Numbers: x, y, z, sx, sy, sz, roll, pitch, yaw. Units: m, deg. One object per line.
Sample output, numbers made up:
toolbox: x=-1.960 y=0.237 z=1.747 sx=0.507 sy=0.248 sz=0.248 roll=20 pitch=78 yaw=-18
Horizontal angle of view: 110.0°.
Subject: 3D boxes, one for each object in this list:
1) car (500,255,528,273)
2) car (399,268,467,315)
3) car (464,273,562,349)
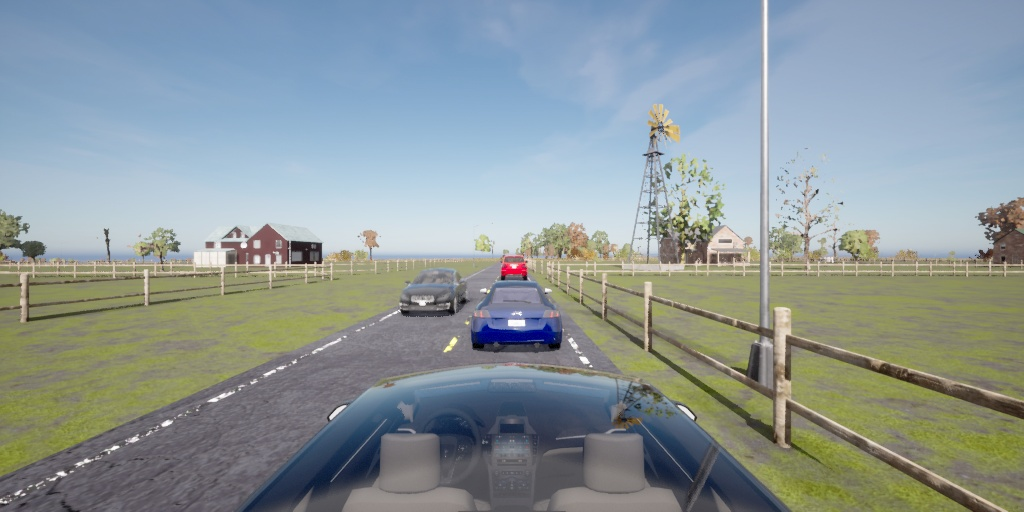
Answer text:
car: x=0.176 y=0.966 z=30.720 sx=2.150 sy=2.045 sz=5.566 roll=0 pitch=0 yaw=0
car: x=-2.816 y=1.254 z=13.730 sx=1.837 sy=1.490 sz=4.892 roll=0 pitch=0 yaw=0
car: x=0.100 y=1.313 z=9.195 sx=1.994 sy=1.385 sz=4.181 roll=0 pitch=0 yaw=0
